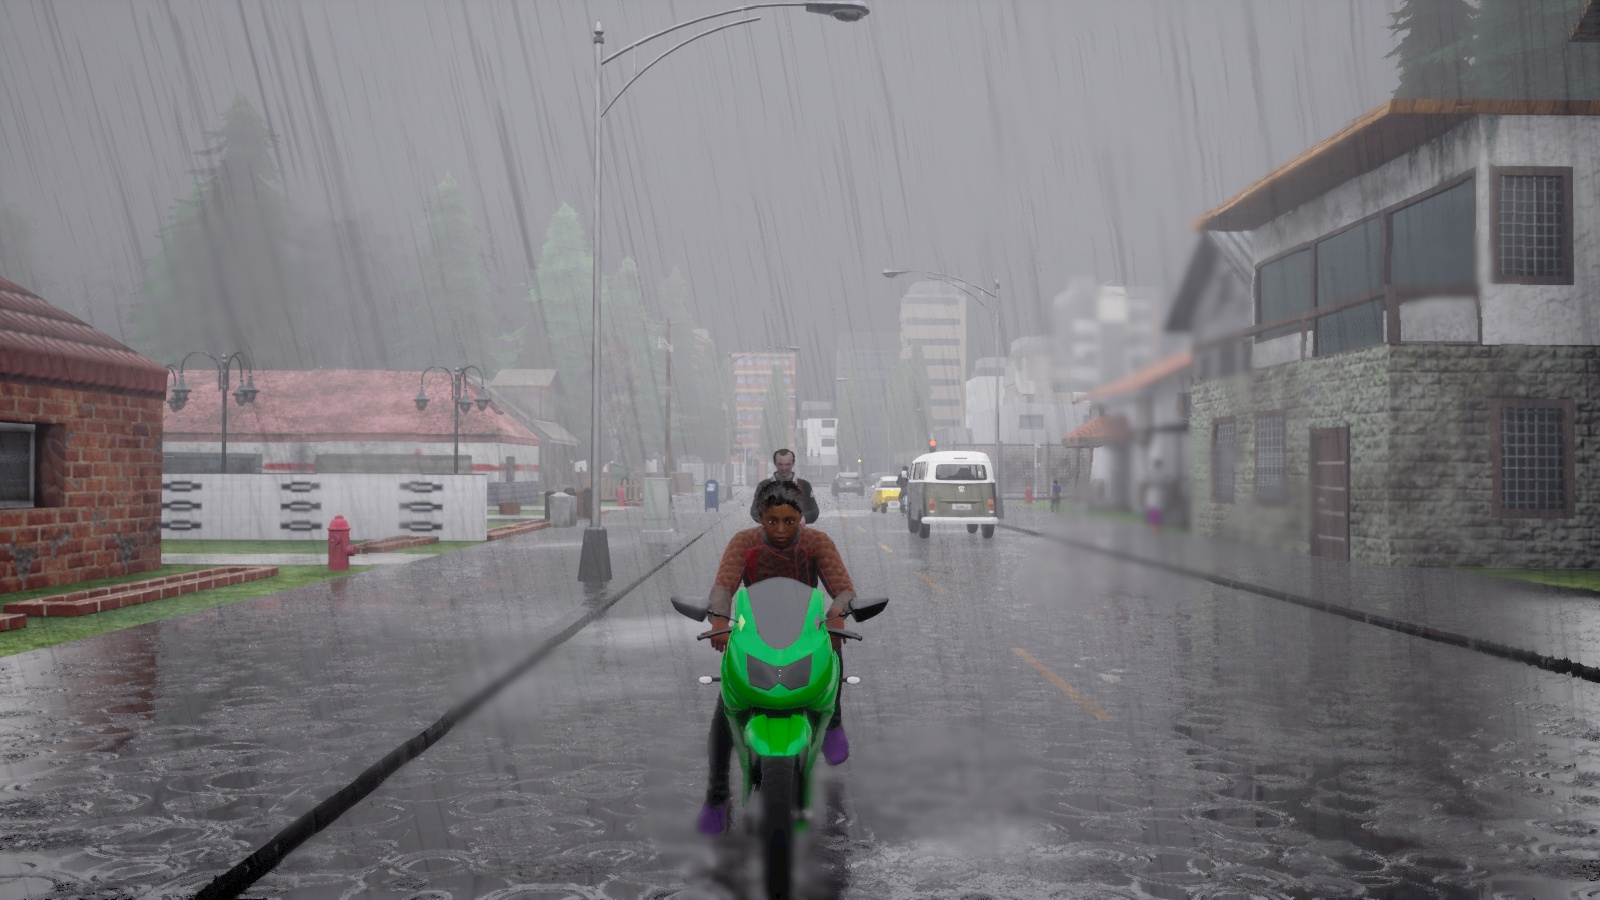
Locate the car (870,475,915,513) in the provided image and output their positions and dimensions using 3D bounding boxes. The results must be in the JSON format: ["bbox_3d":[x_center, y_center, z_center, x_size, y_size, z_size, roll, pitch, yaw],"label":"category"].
[{"bbox_3d":[3.493,1.654,47.662,1.481,1.376,2.207,0,-1,-1],"label":"car"}]

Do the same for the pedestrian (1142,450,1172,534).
[{"bbox_3d":[8.517,0.992,29.970,0.659,1.952,0.873,0,-1,14],"label":"pedestrian"}]

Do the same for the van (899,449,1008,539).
[{"bbox_3d":[3.661,1.038,30.706,2.069,2.038,4.480,0,-1,-1],"label":"van"}]

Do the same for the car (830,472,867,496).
[{"bbox_3d":[3.086,2.156,80.858,2.163,1.488,4.792,0,-1,0],"label":"car"}]

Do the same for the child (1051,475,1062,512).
[{"bbox_3d":[8.759,1.488,42.939,0.270,1.263,0.437,0,-1,0],"label":"child"}]

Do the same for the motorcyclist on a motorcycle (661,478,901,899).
[{"bbox_3d":[-0.075,0.884,5.210,0.797,1.523,2.044,0,-1,-1],"label":"motorcyclist on a motorcycle"}]
